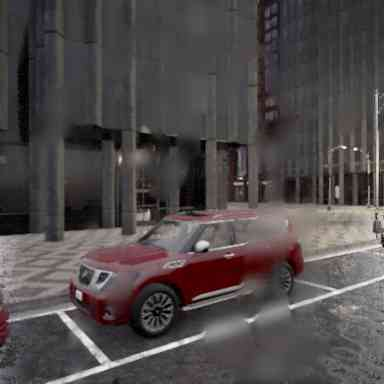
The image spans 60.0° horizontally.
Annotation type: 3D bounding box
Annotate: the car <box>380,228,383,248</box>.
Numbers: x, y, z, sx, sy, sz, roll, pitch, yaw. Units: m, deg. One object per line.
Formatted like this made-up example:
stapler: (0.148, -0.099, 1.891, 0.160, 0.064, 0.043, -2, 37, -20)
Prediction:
car: (9.324, 1.541, 13.419, 4.507, 1.381, 1.887, 0, 0, -36)

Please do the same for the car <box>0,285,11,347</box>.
car: (-4.331, 1.610, 3.538, 4.206, 1.307, 1.802, 0, 0, -36)

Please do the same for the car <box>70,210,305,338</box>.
car: (0.220, 1.332, 6.832, 5.009, 1.841, 2.192, 0, 0, -36)
